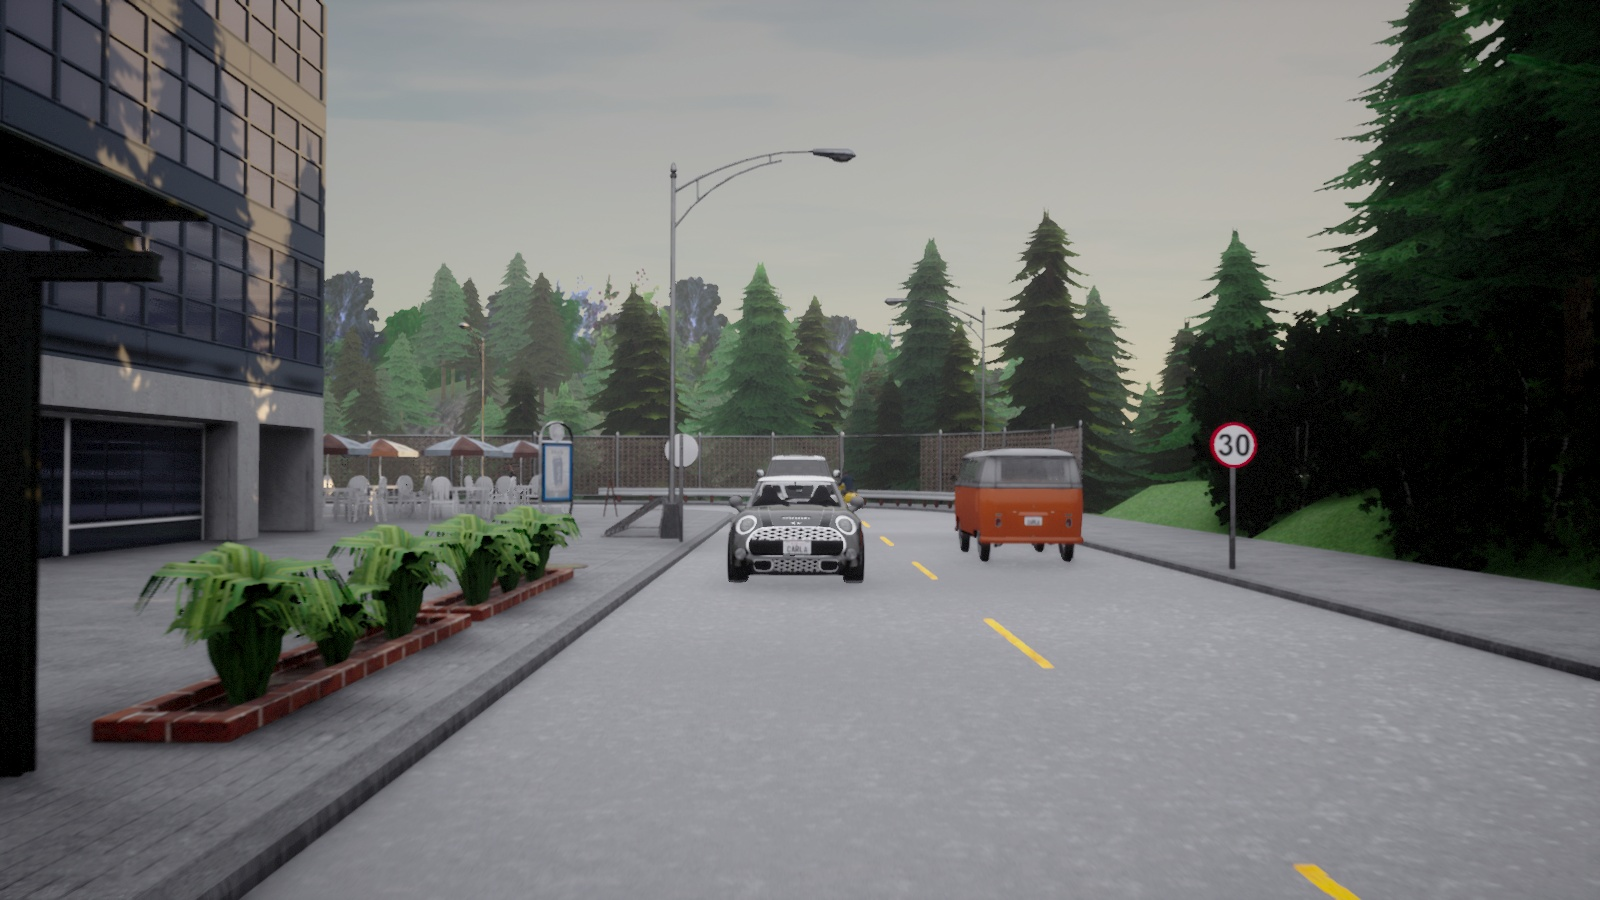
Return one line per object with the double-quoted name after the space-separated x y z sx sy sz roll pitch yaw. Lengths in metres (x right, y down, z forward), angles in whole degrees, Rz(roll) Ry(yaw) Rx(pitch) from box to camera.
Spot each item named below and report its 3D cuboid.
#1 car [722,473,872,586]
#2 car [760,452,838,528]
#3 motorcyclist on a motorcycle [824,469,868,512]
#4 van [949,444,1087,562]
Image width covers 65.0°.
-0.047 1.081 18.452 1.970 1.475 3.806 0 -1 0 "car"
-0.041 1.139 37.095 2.150 2.045 5.566 0 -1 0 "car"
1.778 1.561 48.856 0.866 1.590 1.817 -1 0 -29 "motorcyclist on a motorcycle"
3.940 0.933 23.372 1.775 1.987 4.442 0 -1 0 "van"
